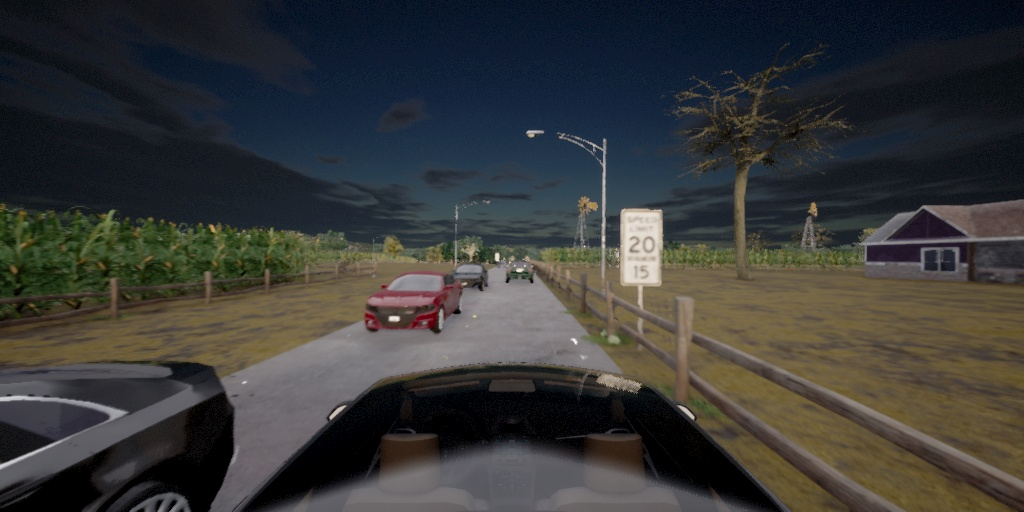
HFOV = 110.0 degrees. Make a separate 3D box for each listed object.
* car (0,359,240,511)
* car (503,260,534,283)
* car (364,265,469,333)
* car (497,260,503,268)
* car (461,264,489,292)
[{"bbox_3d":[-2.859,1.203,0.509,2.128,1.511,4.902,1,0,0],"label":"car"},{"bbox_3d":[0.623,1.117,28.639,2.097,1.767,4.553,1,0,1],"label":"car"},{"bbox_3d":[-2.691,1.191,10.840,1.882,1.535,5.008,1,0,1],"label":"car"},{"bbox_3d":[-1.546,1.464,61.732,2.033,1.411,5.357,1,0,1],"label":"car"},{"bbox_3d":[-2.466,1.197,21.555,1.882,1.535,5.008,1,0,1],"label":"car"}]
